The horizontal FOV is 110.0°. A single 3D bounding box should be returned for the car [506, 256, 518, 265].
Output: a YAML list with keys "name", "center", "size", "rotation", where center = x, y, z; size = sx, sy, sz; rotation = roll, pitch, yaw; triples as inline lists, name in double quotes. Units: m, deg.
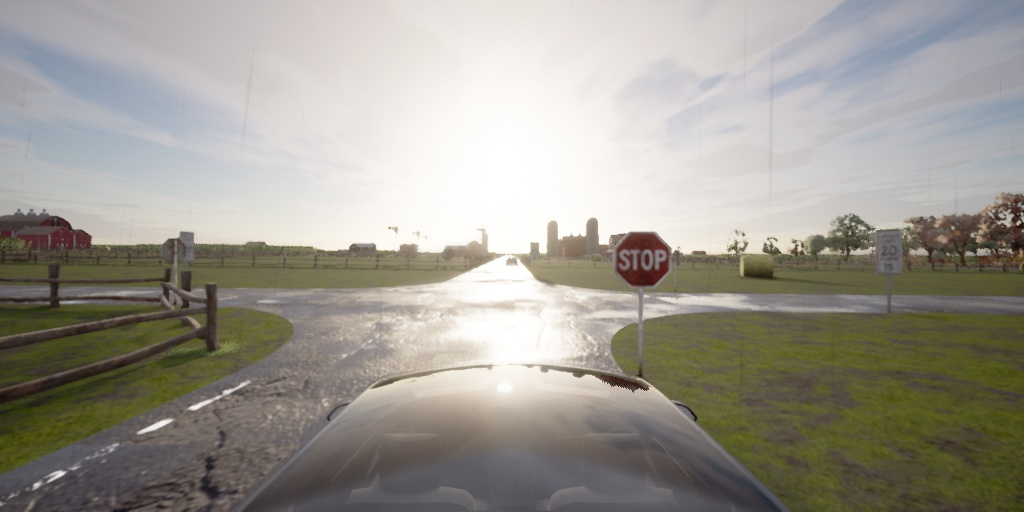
- name: "car"
  center: [-0.011, 0.738, 60.784]
  size: [2.128, 1.511, 4.902]
  rotation: [0, 0, 0]
